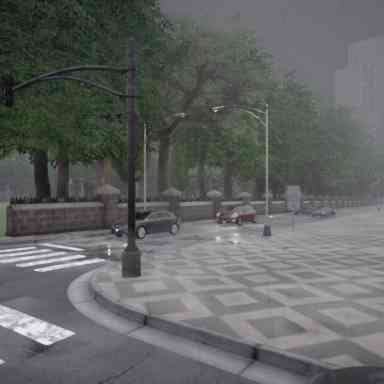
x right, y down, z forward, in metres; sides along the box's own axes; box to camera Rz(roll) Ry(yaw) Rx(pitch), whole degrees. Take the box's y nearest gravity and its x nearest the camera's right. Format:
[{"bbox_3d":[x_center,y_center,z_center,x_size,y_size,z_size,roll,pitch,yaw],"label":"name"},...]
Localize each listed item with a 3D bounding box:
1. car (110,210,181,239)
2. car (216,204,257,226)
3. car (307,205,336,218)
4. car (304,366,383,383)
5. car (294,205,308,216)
[{"bbox_3d":[-2.599,1.833,19.657,1.837,1.490,4.892,0,-1,35],"label":"car"},{"bbox_3d":[3.920,1.913,28.924,2.097,1.767,4.553,0,-1,35],"label":"car"},{"bbox_3d":[16.297,2.463,40.975,2.033,1.411,5.357,0,-1,35],"label":"car"},{"bbox_3d":[2.454,1.551,1.218,4.403,1.369,2.008,0,0,35],"label":"car"},{"bbox_3d":[15.506,2.532,45.284,2.033,1.411,5.357,0,-1,36],"label":"car"}]
